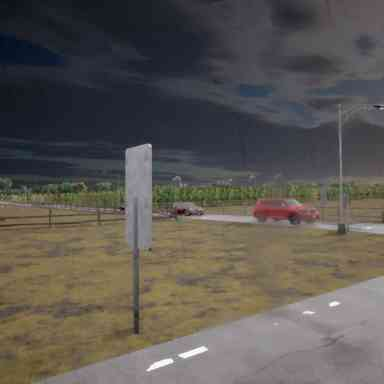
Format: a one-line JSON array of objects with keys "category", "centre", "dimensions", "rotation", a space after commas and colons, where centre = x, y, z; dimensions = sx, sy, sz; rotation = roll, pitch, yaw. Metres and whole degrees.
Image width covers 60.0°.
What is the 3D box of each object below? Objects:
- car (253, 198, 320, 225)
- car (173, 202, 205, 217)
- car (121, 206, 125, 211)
[{"category": "car", "centre": [7.483, 1.517, 27.012], "dimensions": [2.150, 2.045, 5.566], "rotation": [0, -1, -36]}, {"category": "car", "centre": [-0.549, 1.911, 38.157], "dimensions": [2.097, 1.767, 4.553], "rotation": [0, -1, -36]}, {"category": "car", "centre": [-8.931, 2.442, 49.842], "dimensions": [1.895, 1.301, 4.718], "rotation": [0, -1, -35]}]
